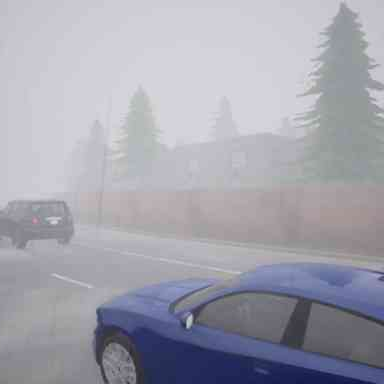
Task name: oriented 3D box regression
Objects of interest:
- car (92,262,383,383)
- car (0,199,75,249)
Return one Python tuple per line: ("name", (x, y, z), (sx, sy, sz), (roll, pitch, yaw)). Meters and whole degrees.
("car", (1.049, 1.501, 3.400), (5.008, 1.535, 1.882), (0, 0, 36))
("car", (-7.482, 1.344, 15.427), (2.150, 2.045, 5.566), (0, 0, -44))
